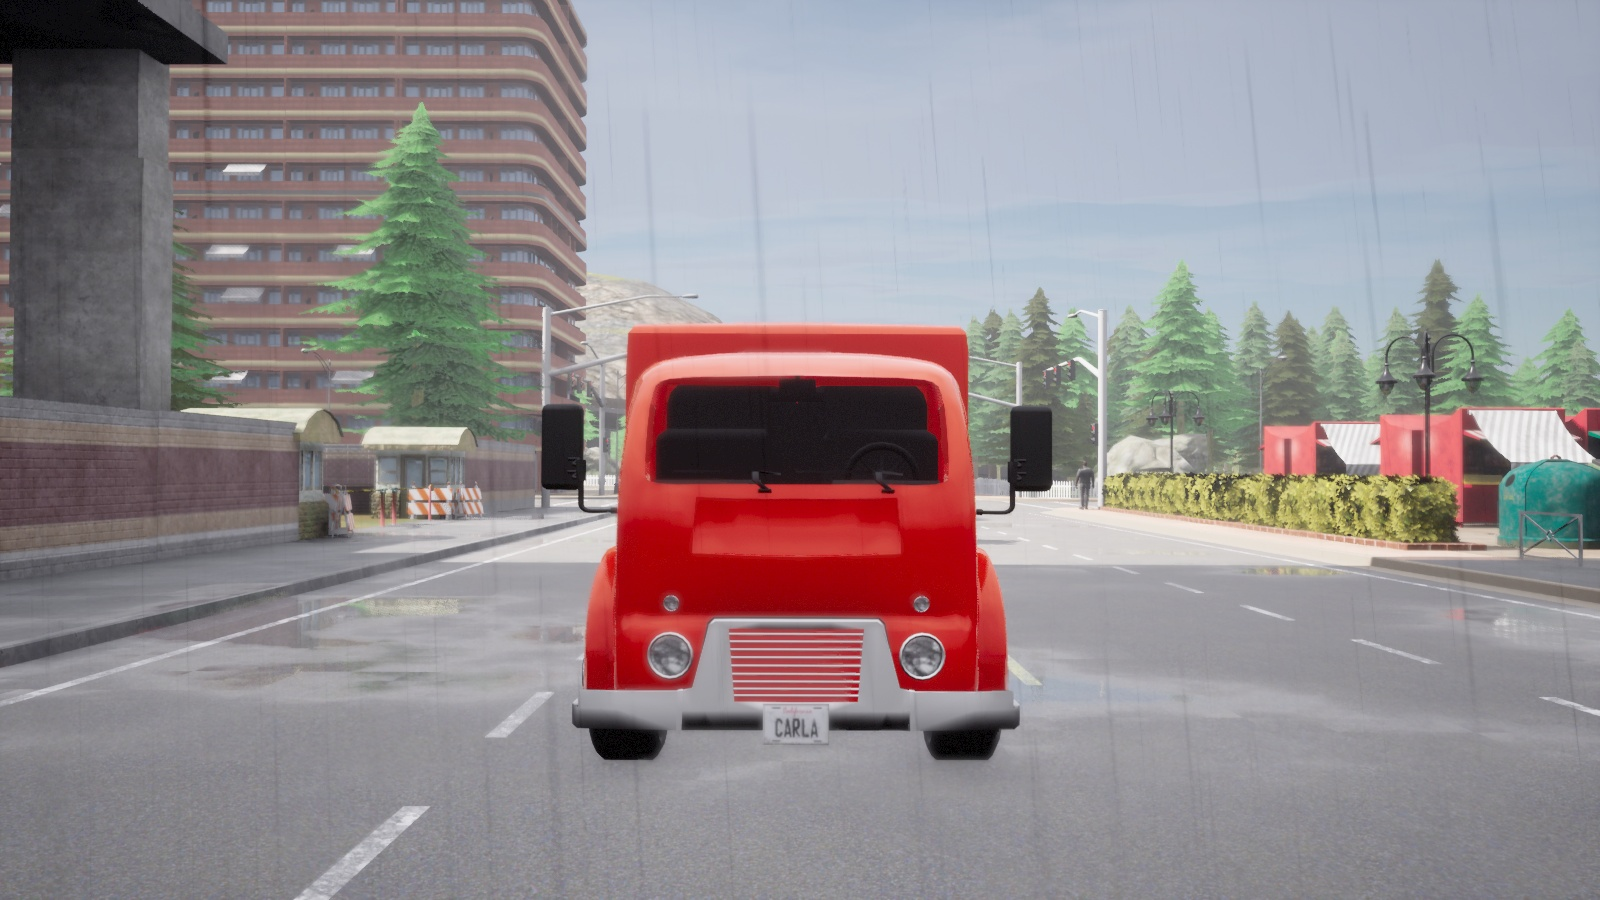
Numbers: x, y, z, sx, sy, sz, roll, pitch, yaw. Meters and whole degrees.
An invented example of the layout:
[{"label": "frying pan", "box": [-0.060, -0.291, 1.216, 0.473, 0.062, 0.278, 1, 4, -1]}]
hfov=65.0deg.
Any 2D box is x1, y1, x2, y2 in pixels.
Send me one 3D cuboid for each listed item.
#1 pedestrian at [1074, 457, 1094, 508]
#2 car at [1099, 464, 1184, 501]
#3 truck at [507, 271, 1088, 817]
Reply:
[{"label": "pedestrian", "box": [10.594, 1.210, 46.794, 0.563, 1.883, 0.849, 0, -1, 2]}, {"label": "car", "box": [17.767, 1.686, 65.387, 3.866, 1.878, 1.905, -1, -1, 0]}, {"label": "truck", "box": [-0.022, 0.468, 8.307, 2.627, 2.467, 5.204, 0, -1, 0]}]
